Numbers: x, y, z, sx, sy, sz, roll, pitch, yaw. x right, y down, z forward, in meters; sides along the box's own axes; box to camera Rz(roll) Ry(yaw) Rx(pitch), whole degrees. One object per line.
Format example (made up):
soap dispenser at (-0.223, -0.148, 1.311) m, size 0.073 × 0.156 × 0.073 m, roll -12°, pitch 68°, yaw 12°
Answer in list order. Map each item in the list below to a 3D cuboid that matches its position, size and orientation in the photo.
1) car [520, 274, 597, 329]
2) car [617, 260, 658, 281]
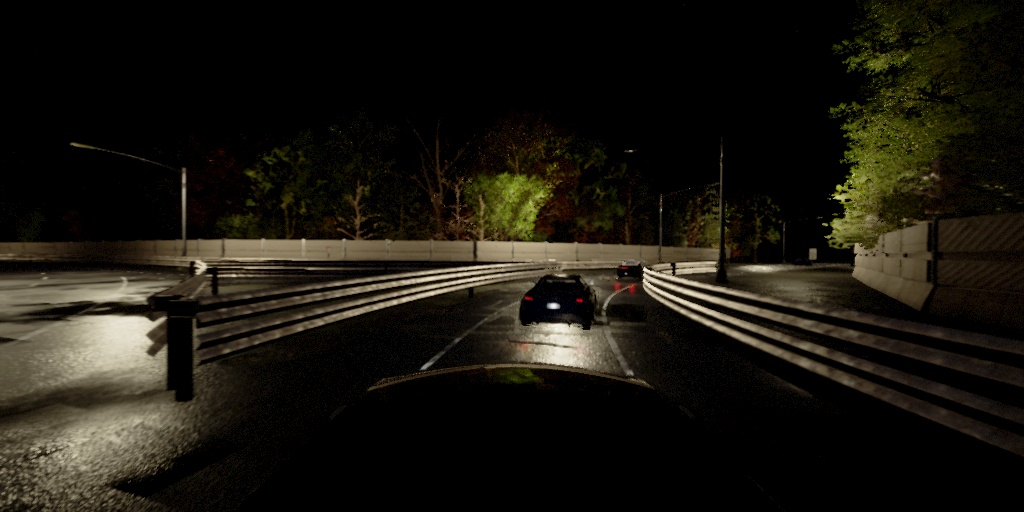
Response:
car at (1.577, 1.245, 11.152) m, size 1.994 × 1.385 × 4.181 m, roll 1°, pitch 0°, yaw 15°
car at (9.898, 1.092, 28.114) m, size 2.128 × 1.511 × 4.902 m, roll 1°, pitch 1°, yaw 40°
